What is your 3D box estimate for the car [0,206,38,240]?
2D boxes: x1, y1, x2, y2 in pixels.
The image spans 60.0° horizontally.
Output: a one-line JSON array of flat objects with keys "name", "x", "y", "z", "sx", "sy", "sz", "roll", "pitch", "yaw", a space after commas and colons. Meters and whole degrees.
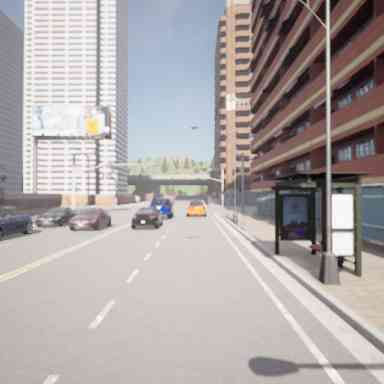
[{"name": "car", "x": -10.428, "y": 1.565, "z": 17.626, "sx": 2.097, "sy": 1.767, "sz": 4.553, "roll": 0, "pitch": -1, "yaw": 1}]

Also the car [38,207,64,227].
[{"name": "car", "x": -10.252, "y": 1.867, "z": 25.749, "sx": 1.812, "sy": 1.442, "sz": 4.674, "roll": 0, "pitch": -1, "yaw": 1}]

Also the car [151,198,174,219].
[{"name": "car", "x": -3.067, "y": 1.636, "z": 33.761, "sx": 2.150, "sy": 2.045, "sz": 5.566, "roll": 0, "pitch": -1, "yaw": 0}]

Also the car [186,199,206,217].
[{"name": "car", "x": 0.463, "y": 1.810, "z": 37.192, "sx": 2.097, "sy": 1.767, "sz": 4.553, "roll": 0, "pitch": -1, "yaw": 1}]

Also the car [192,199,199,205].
[{"name": "car", "x": 0.891, "y": 2.620, "z": 89.171, "sx": 1.812, "sy": 1.442, "sz": 4.674, "roll": 0, "pitch": -1, "yaw": 1}]

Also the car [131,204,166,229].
[{"name": "car", "x": -3.172, "y": 1.820, "z": 23.924, "sx": 1.812, "sy": 1.442, "sz": 4.674, "roll": 0, "pitch": -1, "yaw": 0}]

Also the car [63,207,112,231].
[{"name": "car", "x": -6.811, "y": 1.804, "z": 22.816, "sx": 1.812, "sy": 1.442, "sz": 4.674, "roll": 0, "pitch": -1, "yaw": 1}]
